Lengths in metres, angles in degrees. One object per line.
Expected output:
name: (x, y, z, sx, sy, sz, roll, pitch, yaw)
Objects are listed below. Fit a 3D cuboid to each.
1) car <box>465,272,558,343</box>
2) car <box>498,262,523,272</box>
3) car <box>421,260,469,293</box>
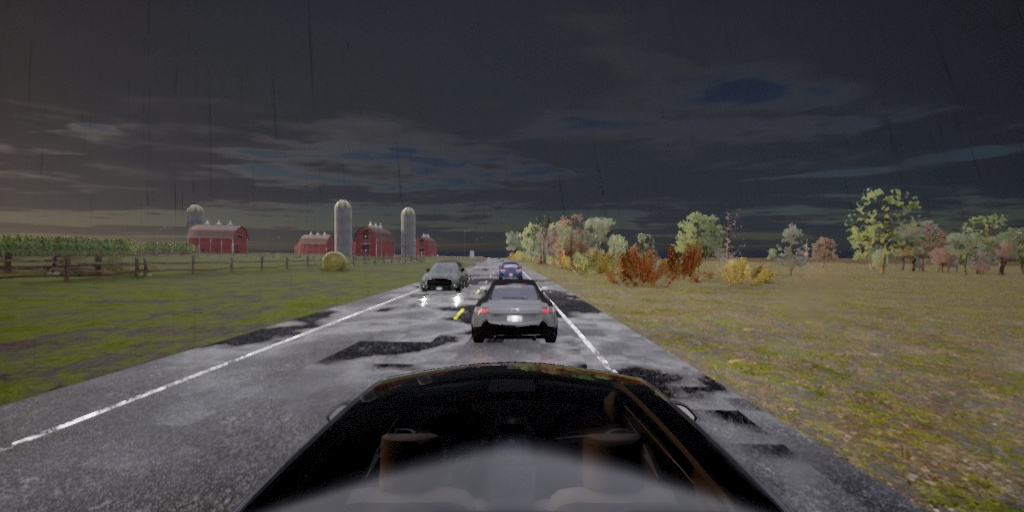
car: (0.058, 1.298, 9.639, 1.994, 1.385, 4.181, 0, 0, 0)
car: (-0.117, 1.223, 29.033, 1.812, 1.442, 4.674, 0, 0, -1)
car: (-3.723, 1.065, 20.460, 2.097, 1.767, 4.553, 0, 0, -1)
